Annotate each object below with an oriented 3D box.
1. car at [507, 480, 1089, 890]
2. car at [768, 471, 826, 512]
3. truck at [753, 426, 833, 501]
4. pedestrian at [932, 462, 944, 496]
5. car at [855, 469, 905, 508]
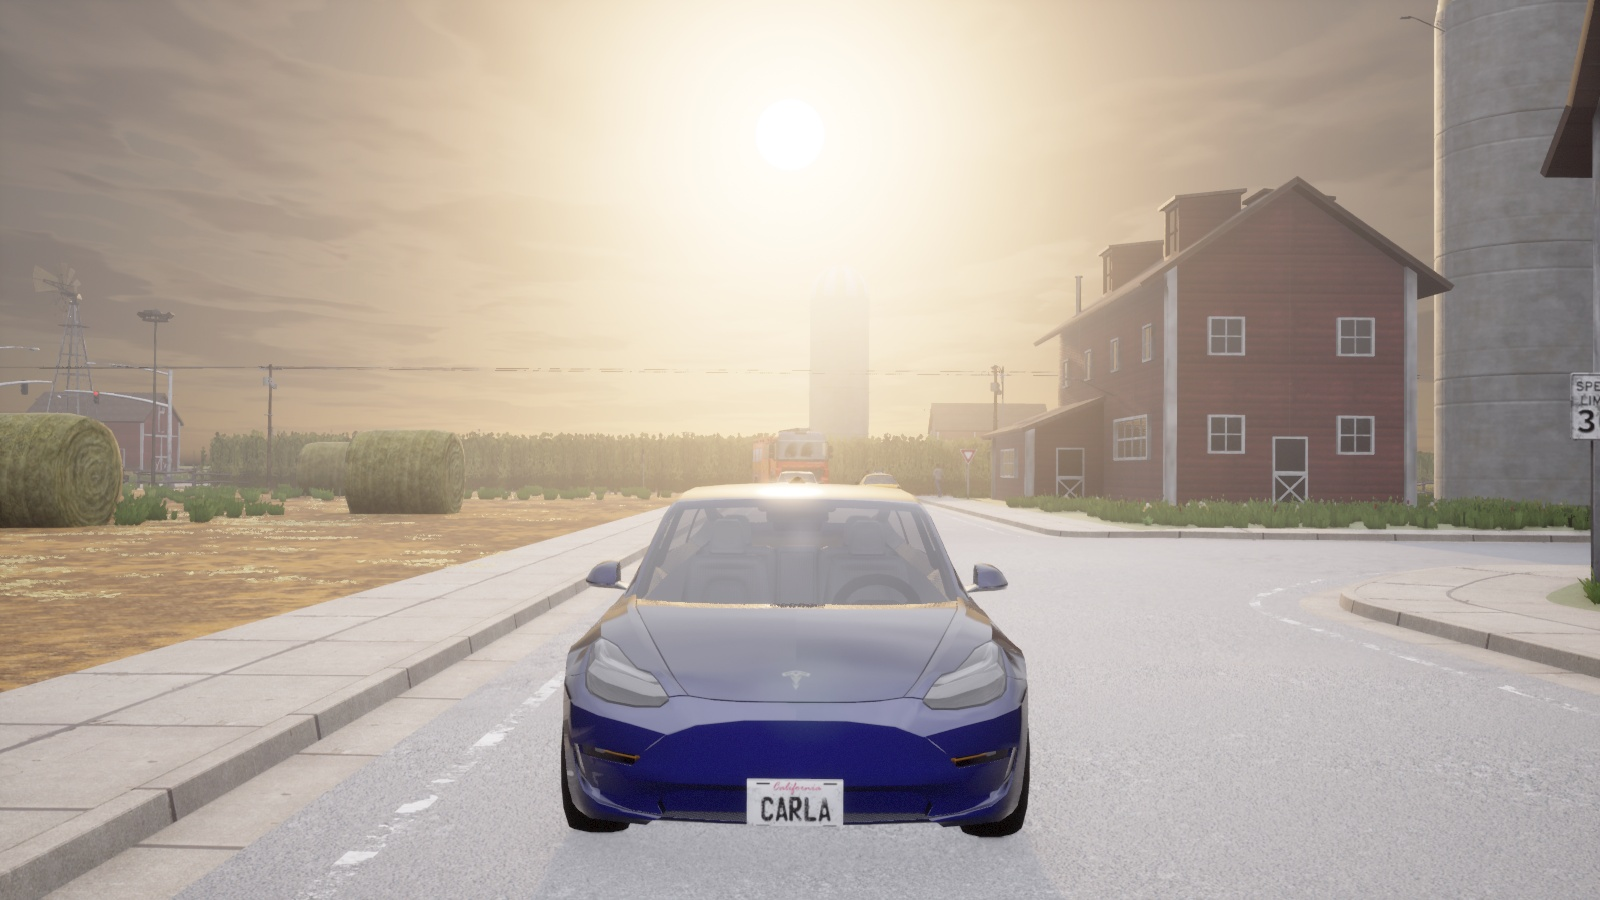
[{"bbox_3d":[-0.011,0.931,7.078,2.163,1.488,4.792,0,-1,0],"label":"car"},{"bbox_3d":[-0.110,1.543,48.168,2.128,1.511,4.902,0,-1,0],"label":"car"},{"bbox_3d":[-0.524,0.748,68.413,2.891,3.827,8.468,0,-1,-10],"label":"truck"},{"bbox_3d":[7.374,1.553,66.972,0.354,1.836,0.706,0,-1,-21],"label":"pedestrian"},{"bbox_3d":[3.375,1.618,53.829,1.801,1.575,5.366,0,-1,0],"label":"car"}]
